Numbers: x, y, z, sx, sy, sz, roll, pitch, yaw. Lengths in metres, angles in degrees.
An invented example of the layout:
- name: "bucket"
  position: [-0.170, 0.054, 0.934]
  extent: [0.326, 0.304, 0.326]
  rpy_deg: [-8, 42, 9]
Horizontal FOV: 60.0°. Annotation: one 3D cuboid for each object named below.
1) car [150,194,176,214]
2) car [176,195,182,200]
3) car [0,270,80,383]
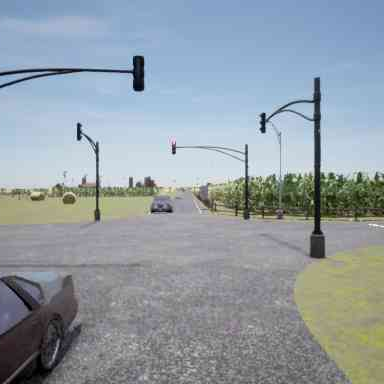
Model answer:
- name: "car"
  position: [-3.144, 1.309, 35.242]
  extent: [2.150, 2.045, 5.566]
  rpy_deg: [0, 2, -1]
- name: "car"
  position: [-3.567, 1.391, 87.293]
  extent: [2.033, 1.411, 5.357]
  rpy_deg: [0, 0, 0]
- name: "car"
  position: [-2.660, 1.549, 2.852]
  extent: [2.033, 1.411, 5.357]
  rpy_deg: [0, 0, 1]
